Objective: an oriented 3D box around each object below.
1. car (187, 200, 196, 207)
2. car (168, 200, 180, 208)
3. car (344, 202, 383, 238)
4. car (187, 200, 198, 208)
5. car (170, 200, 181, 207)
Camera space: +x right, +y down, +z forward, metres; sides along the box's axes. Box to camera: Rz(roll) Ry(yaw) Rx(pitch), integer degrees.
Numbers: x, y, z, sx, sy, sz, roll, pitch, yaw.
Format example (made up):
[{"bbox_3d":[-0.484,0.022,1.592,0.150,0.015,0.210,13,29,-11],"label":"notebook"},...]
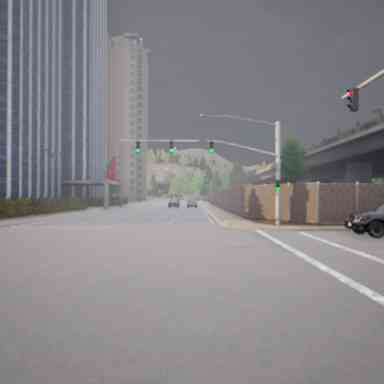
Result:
[{"bbox_3d":[-0.041,2.490,72.771,1.895,1.301,4.718,0,-1,0],"label":"car"},{"bbox_3d":[-3.438,2.245,62.418,1.882,1.535,5.008,0,-1,0],"label":"car"},{"bbox_3d":[11.834,1.513,19.142,5.566,2.045,2.150,0,-1,0],"label":"car"},{"bbox_3d":[0.064,2.336,62.810,1.994,1.385,4.181,0,-1,0],"label":"car"},{"bbox_3d":[-3.540,2.433,72.633,2.033,1.411,5.357,0,-1,0],"label":"car"}]
